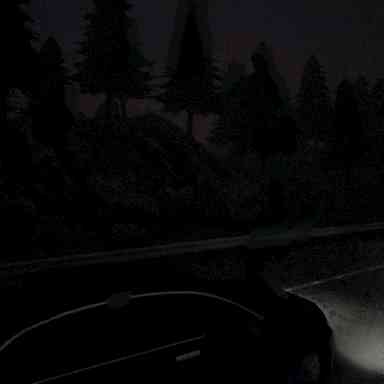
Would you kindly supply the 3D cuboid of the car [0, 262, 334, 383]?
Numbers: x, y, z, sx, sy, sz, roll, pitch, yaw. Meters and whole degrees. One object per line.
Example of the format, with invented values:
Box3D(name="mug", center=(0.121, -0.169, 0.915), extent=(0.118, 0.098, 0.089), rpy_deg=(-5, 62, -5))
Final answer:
Box3D(name="car", center=(-0.567, 1.494, 3.284), extent=(4.892, 1.490, 1.837), rpy_deg=(-1, 0, -35))
